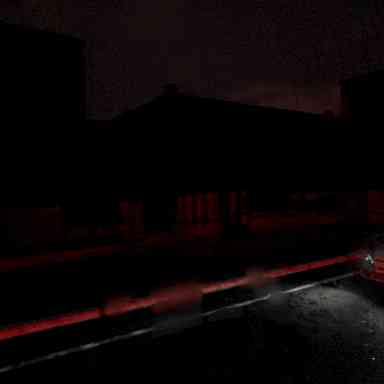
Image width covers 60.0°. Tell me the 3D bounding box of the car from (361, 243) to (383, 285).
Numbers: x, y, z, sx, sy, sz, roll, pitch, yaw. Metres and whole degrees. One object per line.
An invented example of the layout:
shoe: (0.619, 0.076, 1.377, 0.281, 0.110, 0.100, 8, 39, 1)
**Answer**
car: (6.058, 1.469, 8.179, 4.674, 1.442, 1.812, 0, 0, -35)
